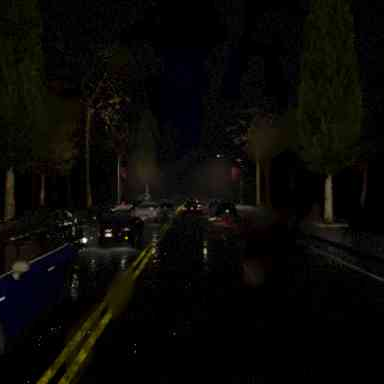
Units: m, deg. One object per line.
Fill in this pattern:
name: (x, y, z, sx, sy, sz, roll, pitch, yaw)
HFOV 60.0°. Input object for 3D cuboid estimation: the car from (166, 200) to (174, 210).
car: (-3.381, 1.682, 44.304, 1.895, 1.301, 4.718, 0, 0, 0)

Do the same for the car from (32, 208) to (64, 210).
car: (-6.635, 1.507, 14.737, 1.837, 1.490, 4.892, 0, 0, 0)

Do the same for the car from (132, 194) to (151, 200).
car: (-6.630, 1.296, 44.579, 2.150, 2.045, 5.566, 0, 0, 0)

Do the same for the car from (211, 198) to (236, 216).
car: (3.256, 1.533, 33.028, 1.837, 1.490, 4.892, 0, -1, 0)

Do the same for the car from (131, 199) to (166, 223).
car: (-3.379, 1.540, 25.967, 1.812, 1.442, 4.674, 0, 0, 0)

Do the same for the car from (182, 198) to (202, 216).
car: (0.013, 1.578, 32.674, 2.033, 1.411, 5.357, 0, 0, 0)

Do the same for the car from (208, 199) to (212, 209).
car: (3.222, 1.613, 46.574, 1.812, 1.442, 4.674, 0, 0, 0)

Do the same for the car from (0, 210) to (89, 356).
car: (-3.360, 1.351, 5.064, 2.097, 1.767, 4.553, 0, 0, 0)

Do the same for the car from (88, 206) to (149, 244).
car: (-3.386, 1.563, 15.523, 1.994, 1.385, 4.181, 0, 0, 0)

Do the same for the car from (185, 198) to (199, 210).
car: (-0.032, 1.595, 46.621, 1.837, 1.490, 4.892, 0, 0, 0)

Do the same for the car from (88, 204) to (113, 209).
car: (-6.631, 1.578, 24.762, 1.994, 1.385, 4.181, 0, 0, 1)
